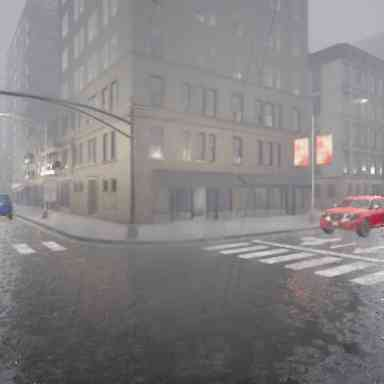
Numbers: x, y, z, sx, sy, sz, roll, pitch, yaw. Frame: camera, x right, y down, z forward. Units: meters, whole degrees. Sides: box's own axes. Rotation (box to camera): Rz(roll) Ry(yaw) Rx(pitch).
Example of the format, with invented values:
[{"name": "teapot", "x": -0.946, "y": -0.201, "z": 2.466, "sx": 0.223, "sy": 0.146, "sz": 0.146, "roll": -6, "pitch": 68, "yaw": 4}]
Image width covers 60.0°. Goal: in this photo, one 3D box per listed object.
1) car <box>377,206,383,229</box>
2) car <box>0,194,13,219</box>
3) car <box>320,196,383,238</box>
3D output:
[{"name": "car", "x": 10.883, "y": 1.500, "z": 15.424, "sx": 5.008, "sy": 1.535, "sz": 1.882, "roll": 0, "pitch": 0, "yaw": -35}, {"name": "car", "x": -16.382, "y": 1.154, "z": 27.651, "sx": 2.150, "sy": 2.045, "sz": 5.566, "roll": 0, "pitch": 0, "yaw": -36}, {"name": "car", "x": 9.394, "y": 1.248, "z": 18.368, "sx": 5.566, "sy": 2.045, "sz": 2.150, "roll": 0, "pitch": 0, "yaw": -37}]
